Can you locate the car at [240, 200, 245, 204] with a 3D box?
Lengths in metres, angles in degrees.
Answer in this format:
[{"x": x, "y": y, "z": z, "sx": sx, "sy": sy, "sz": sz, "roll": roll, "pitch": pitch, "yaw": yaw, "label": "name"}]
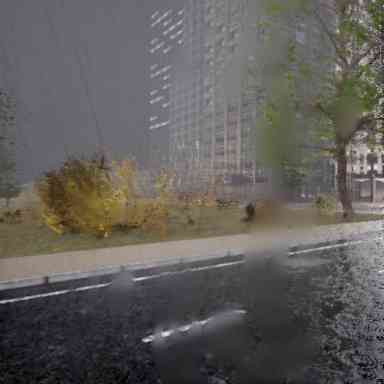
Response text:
[{"x": 7.087, "y": 1.494, "z": 58.229, "sx": 1.895, "sy": 1.301, "sz": 4.718, "roll": 1, "pitch": 0, "yaw": -33, "label": "car"}]
